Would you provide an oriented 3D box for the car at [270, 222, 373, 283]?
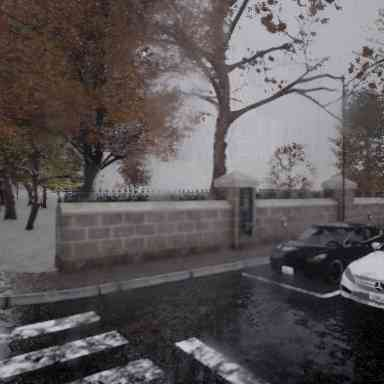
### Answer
[{"bbox_3d":[4.147,1.563,9.514,4.313,1.339,1.947,0,0,-35],"label":"car"}]

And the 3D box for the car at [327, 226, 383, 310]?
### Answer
[{"bbox_3d":[5.050,1.523,6.979,4.674,1.442,1.812,0,0,-35],"label":"car"}]
